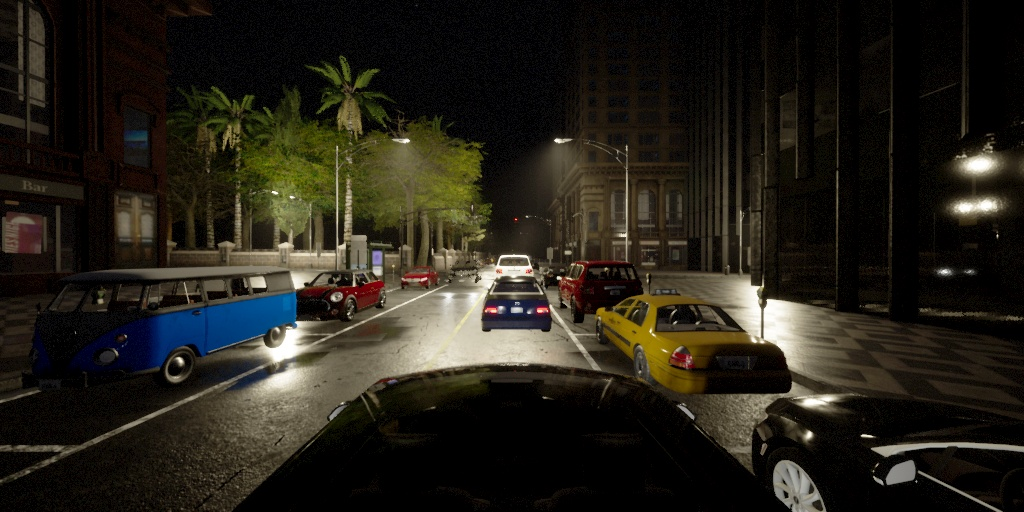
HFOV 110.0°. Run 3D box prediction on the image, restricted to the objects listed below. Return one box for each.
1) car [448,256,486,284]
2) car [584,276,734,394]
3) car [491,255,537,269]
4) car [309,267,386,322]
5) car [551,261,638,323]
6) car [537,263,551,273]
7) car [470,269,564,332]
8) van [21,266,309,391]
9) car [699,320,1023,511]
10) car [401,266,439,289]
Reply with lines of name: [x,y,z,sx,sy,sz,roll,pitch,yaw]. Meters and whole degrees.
car: [-2.988,0.898,23.606,1.837,1.490,4.892,0,0,0]
car: [2.765,1.275,6.717,1.751,1.417,4.829,0,0,0]
car: [0.111,0.967,21.364,2.150,2.045,5.566,0,0,0]
car: [-5.757,1.188,11.993,1.967,1.591,4.097,0,0,0]
car: [2.768,1.063,11.972,2.192,1.841,5.009,0,0,0]
car: [2.774,1.310,22.823,1.948,1.339,4.313,0,0,0]
car: [0.108,1.296,10.793,2.033,1.411,5.357,0,0,0]
van: [-5.760,1.090,6.566,1.690,1.789,3.998,0,0,0]
car: [2.762,1.300,1.122,2.007,1.370,4.403,0,0,0]
car: [-5.752,1.326,22.845,1.802,1.307,4.207,0,0,0]
